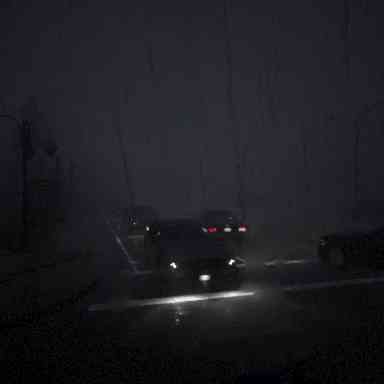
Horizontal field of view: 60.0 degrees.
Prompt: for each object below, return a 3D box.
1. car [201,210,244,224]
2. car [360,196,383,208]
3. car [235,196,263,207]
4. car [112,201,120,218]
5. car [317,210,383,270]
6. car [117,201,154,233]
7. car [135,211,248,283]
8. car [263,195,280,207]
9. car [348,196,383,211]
[{"bbox_3d":[1.086,1.535,15.663,2.033,1.411,5.357,0,0,-7],"label":"car"},{"bbox_3d":[23.991,1.274,43.097,1.845,1.501,3.633,0,0,-17],"label":"car"},{"bbox_3d":[7.454,1.288,46.114,2.007,1.523,4.514,0,0,-17],"label":"car"},{"bbox_3d":[-6.210,1.515,30.089,2.033,1.411,5.357,0,0,-17],"label":"car"},{"bbox_3d":[5.955,1.475,8.986,1.882,1.535,5.008,0,0,-43],"label":"car"},{"bbox_3d":[-3.078,1.529,19.928,2.033,1.411,5.357,0,0,-17],"label":"car"},{"bbox_3d":[-0.372,1.542,10.087,2.033,1.411,5.357,0,0,-14],"label":"car"},{"bbox_3d":[10.444,1.278,47.061,2.152,1.636,5.027,0,0,-17],"label":"car"},{"bbox_3d":[15.644,1.356,29.134,1.970,1.475,3.806,0,0,-17],"label":"car"}]
